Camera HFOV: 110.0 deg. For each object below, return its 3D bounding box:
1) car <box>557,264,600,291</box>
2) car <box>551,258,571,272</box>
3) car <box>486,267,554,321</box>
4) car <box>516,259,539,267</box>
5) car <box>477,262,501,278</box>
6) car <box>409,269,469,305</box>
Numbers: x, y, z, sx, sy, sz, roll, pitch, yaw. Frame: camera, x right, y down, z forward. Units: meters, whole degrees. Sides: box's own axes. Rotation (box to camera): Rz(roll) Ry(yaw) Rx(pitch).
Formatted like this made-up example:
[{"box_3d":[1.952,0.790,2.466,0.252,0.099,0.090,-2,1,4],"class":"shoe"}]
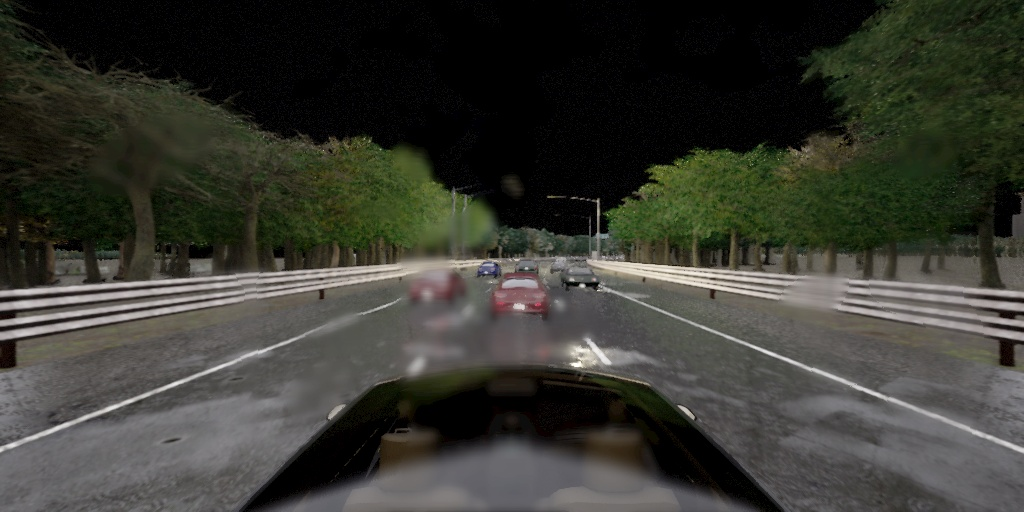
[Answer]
[{"box_3d":[4.039,1.338,22.019,1.895,1.301,4.718,0,0,4],"class":"car"},{"box_3d":[5.772,1.296,43.442,1.994,1.385,4.181,0,0,6],"class":"car"},{"box_3d":[0.294,1.275,12.359,1.812,1.442,4.674,0,0,1],"class":"car"},{"box_3d":[1.412,1.095,32.866,2.097,1.767,4.553,0,0,4],"class":"car"},{"box_3d":[-2.071,1.265,33.463,1.812,1.442,4.674,0,0,4],"class":"car"},{"box_3d":[-3.092,1.270,15.759,1.812,1.442,4.674,0,0,2],"class":"car"}]
